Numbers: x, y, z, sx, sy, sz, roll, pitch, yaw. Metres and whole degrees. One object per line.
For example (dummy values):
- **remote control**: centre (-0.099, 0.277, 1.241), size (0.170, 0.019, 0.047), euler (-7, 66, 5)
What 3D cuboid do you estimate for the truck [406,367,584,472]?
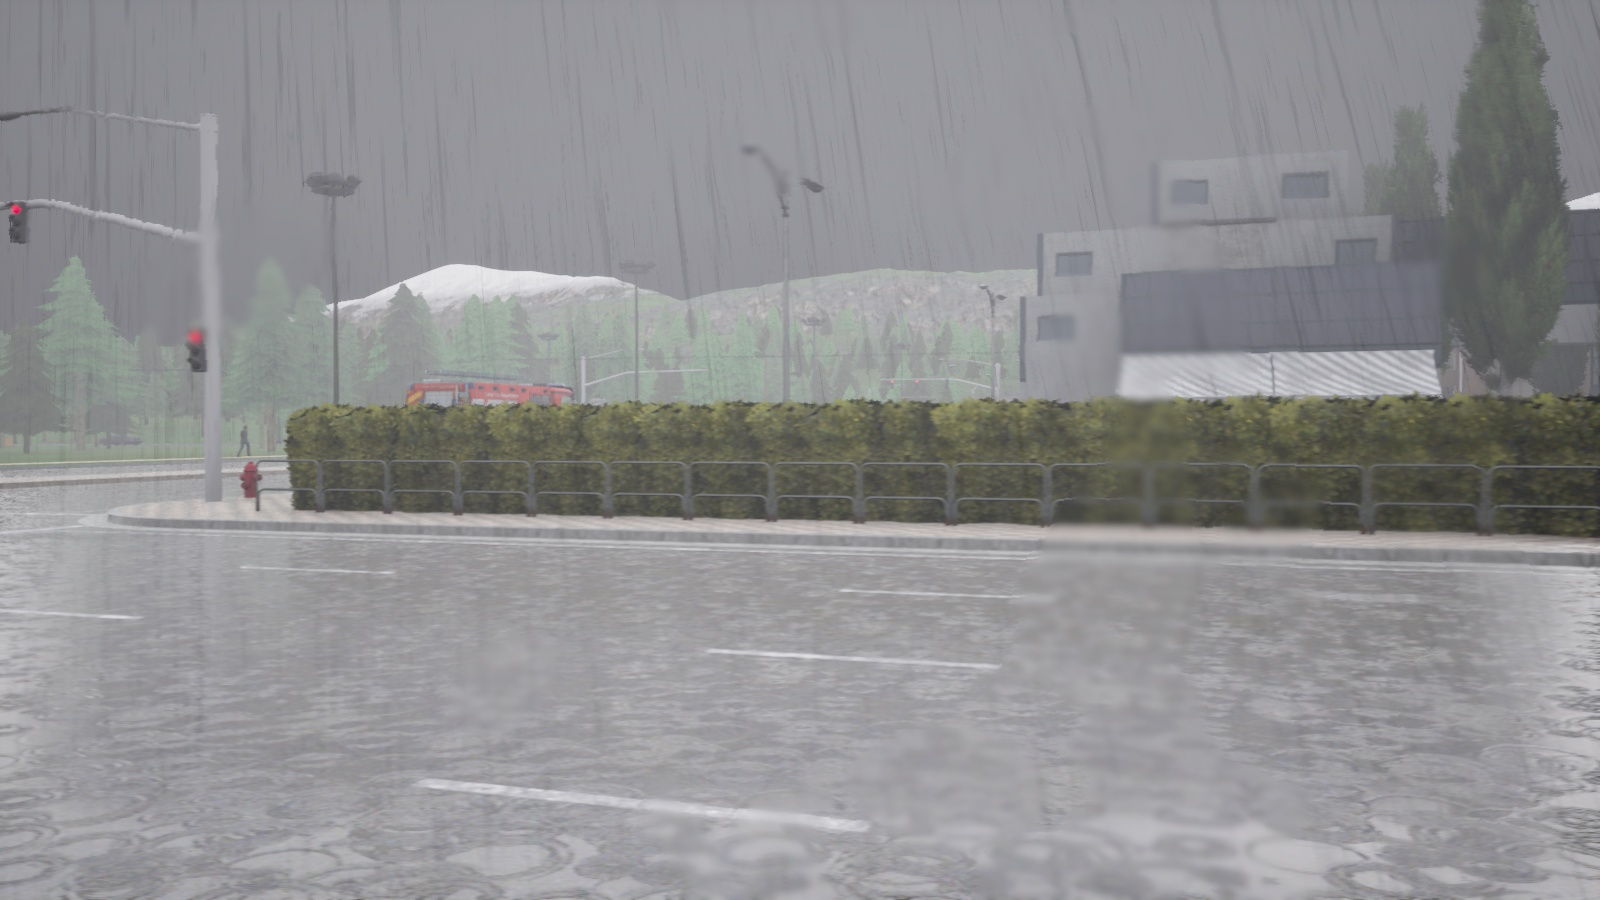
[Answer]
- **truck**: centre (-11.894, -1.184, 50.032), size (2.891, 3.827, 8.468), euler (1, 1, 18)

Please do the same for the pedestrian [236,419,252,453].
- **pedestrian**: centre (-30.889, -0.767, 69.777), size (0.376, 1.854, 0.720), euler (1, 1, 19)
